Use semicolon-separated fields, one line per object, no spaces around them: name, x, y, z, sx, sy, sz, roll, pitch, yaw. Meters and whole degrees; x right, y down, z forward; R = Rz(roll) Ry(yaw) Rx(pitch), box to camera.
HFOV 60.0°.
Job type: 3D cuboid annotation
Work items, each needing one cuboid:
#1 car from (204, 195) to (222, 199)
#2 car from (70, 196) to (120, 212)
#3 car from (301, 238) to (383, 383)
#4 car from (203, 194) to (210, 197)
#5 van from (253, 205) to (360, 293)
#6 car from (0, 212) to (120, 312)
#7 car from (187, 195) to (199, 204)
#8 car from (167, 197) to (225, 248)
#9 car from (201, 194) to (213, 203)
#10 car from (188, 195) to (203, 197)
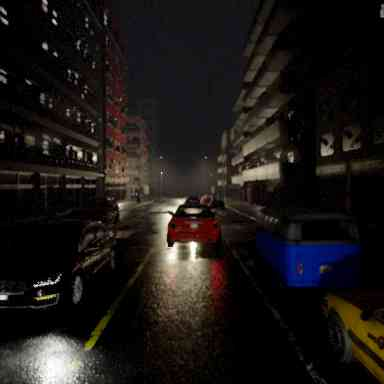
car;2.712;1.337;36.905;2.008;1.369;4.403;-1;0;0
car;-5.687;1.197;19.862;2.192;1.841;5.009;-1;0;0
car;2.681;1.507;2.968;1.752;1.417;4.829;-1;0;0
car;2.722;1.269;48.276;1.887;1.381;4.507;-1;0;0
van;2.684;1.289;8.482;1.690;1.788;3.998;-1;0;0
car;-3.095;1.457;7.855;1.837;1.490;4.892;0;0;0
car;0.151;1.239;57.476;1.994;1.385;4.181;0;0;0
car;0.060;1.265;14.503;2.097;1.767;4.553;0;0;0
car;2.730;1.104;59.644;1.967;1.590;4.097;-1;0;0
car;0.137;1.265;41.401;1.837;1.490;4.892;0;0;0
